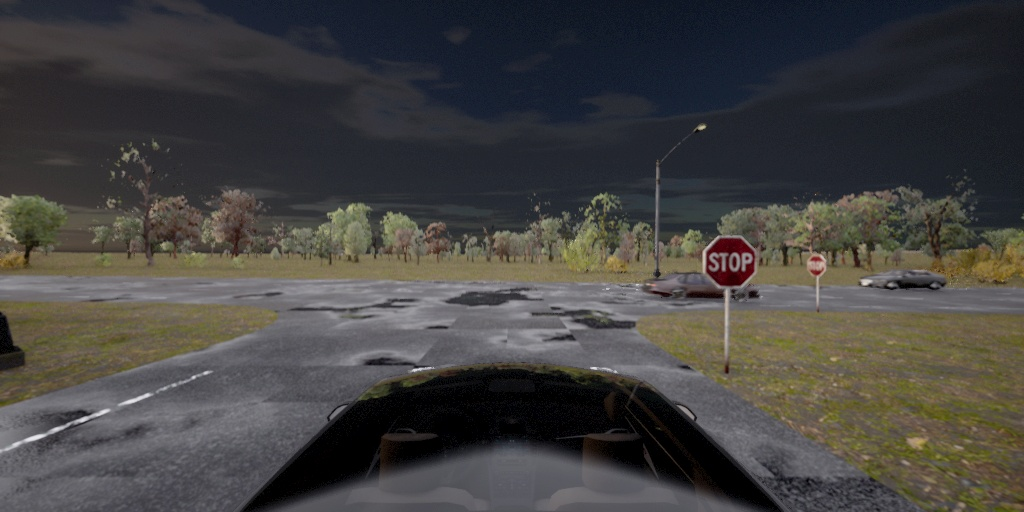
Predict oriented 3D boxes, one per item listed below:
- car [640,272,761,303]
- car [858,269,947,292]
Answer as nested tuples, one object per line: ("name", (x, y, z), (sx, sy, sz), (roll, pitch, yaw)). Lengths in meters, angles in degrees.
("car", (9.392, 1.526, 18.144), (5.357, 1.411, 2.033), (1, 0, 0))
("car", (27.148, 1.679, 25.022), (4.902, 1.511, 2.128), (0, 0, 0))
